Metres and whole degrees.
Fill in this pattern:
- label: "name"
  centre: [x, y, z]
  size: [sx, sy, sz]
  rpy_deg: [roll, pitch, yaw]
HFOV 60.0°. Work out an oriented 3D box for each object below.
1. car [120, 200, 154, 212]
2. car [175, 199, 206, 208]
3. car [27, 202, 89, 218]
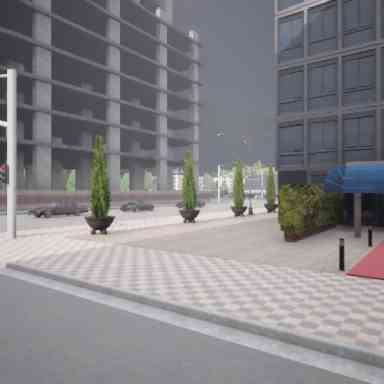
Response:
- label: "car"
  centre: [-6.371, 1.611, 38.926]
  size: [1.994, 1.385, 4.181]
  rpy_deg: [0, 0, 37]
- label: "car"
  centre: [-0.116, 1.595, 47.503]
  size: [2.033, 1.411, 5.357]
  rpy_deg: [0, 0, 36]
- label: "car"
  centre: [-12.250, 1.594, 30.874]
  size: [2.033, 1.411, 5.357]
  rpy_deg: [0, 0, 36]
